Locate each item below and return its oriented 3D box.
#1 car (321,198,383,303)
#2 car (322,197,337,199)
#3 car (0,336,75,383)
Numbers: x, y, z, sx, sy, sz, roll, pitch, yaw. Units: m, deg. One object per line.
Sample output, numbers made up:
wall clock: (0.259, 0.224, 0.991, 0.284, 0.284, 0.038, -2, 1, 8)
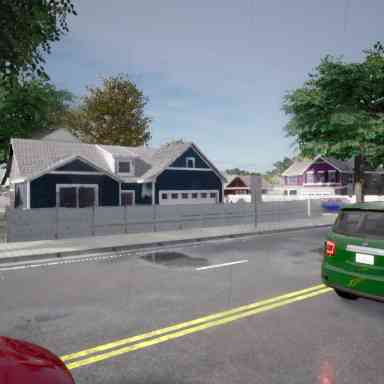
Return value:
car: (5.102, 1.209, 7.120, 5.566, 2.045, 2.150, 0, 0, -35)
car: (14.837, 1.336, 33.122, 2.097, 1.767, 4.553, -1, 0, -34)
car: (-3.021, 1.476, 1.287, 5.008, 1.535, 1.882, 0, 0, -35)
